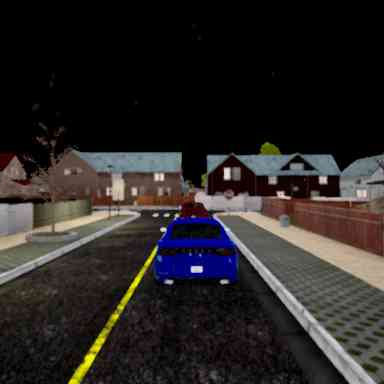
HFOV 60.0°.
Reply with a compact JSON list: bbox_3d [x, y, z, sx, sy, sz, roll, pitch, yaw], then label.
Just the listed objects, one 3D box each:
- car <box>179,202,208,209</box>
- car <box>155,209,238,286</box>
[{"bbox_3d":[0.092,1.399,23.248,1.882,1.535,5.008,0,0,0],"label":"car"},{"bbox_3d":[0.095,1.446,9.297,1.882,1.535,5.008,0,0,0],"label":"car"}]
